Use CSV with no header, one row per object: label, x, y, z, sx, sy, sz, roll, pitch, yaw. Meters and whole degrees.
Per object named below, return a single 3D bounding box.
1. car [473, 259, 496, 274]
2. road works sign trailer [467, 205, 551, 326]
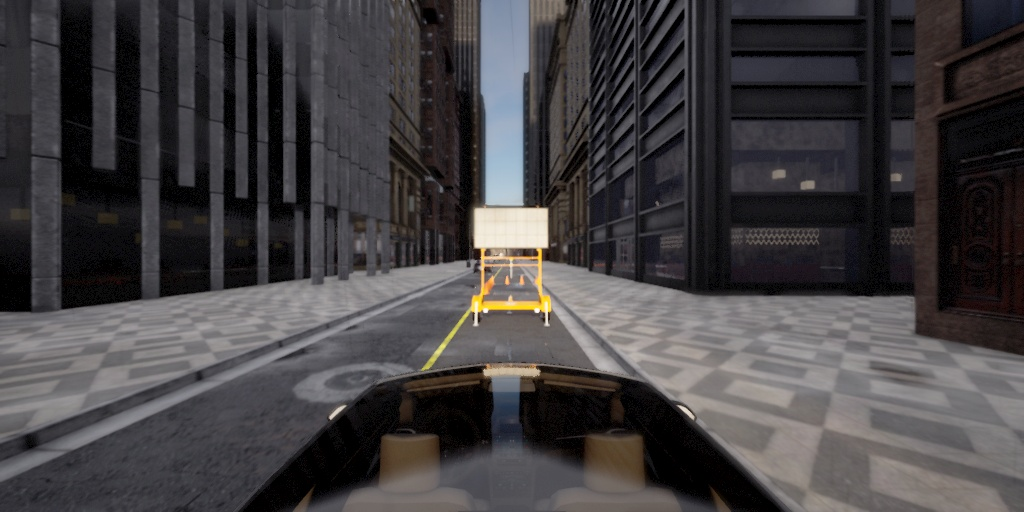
car,-3.176,1.111,39.406,2.128,1.511,4.902,0,0,0
road works sign trailer,-0.021,0.179,11.524,2.380,3.560,2.880,0,0,0
